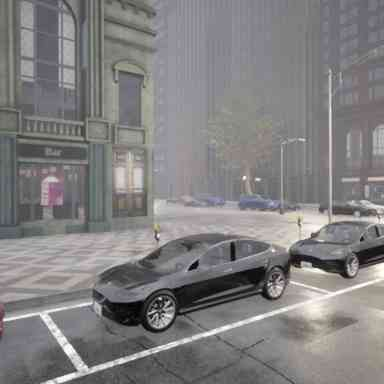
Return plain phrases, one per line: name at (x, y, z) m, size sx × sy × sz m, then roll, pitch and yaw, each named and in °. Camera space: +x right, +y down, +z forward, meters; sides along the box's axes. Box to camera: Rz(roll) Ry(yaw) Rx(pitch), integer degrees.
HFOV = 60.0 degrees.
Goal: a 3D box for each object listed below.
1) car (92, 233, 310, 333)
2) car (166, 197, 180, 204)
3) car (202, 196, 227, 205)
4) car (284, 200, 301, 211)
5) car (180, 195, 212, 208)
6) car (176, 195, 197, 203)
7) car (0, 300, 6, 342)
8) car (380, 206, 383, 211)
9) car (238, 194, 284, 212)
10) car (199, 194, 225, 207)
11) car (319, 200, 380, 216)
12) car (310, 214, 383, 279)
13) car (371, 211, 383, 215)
car at (0.205, 1.566, 6.793) m, size 4.313 × 1.339 × 1.947 m, roll 0°, pitch 0°, yaw -35°
car at (-3.578, 1.680, 68.321) m, size 1.812 × 1.442 × 4.674 m, roll 0°, pitch 0°, yaw -36°
car at (4.186, 1.590, 63.106) m, size 1.882 × 1.535 × 5.008 m, roll 0°, pitch 0°, yaw -35°
car at (11.064, 1.631, 42.115) m, size 2.033 × 1.411 × 5.357 m, roll 0°, pitch 0°, yaw -35°
car at (0.511, 1.664, 51.306) m, size 1.812 × 1.442 × 4.674 m, roll 0°, pitch 0°, yaw -35°
car at (-1.178, 1.468, 70.552) m, size 1.882 × 1.535 × 5.008 m, roll 0°, pitch 0°, yaw -36°
car at (-4.385, 1.582, 3.522) m, size 4.206 × 1.307 × 1.802 m, roll 0°, pitch 0°, yaw -35°
car at (17.221, 1.580, 33.506) m, size 1.812 × 1.442 × 4.674 m, roll 0°, pitch 0°, yaw -33°
car at (8.042, 1.324, 40.749) m, size 2.150 × 2.045 × 5.566 m, roll 0°, pitch 0°, yaw -36°
car at (2.919, 1.346, 53.521) m, size 2.150 × 2.045 × 5.566 m, roll 0°, pitch 0°, yaw -35°
car at (14.577, 1.548, 31.611) m, size 1.882 × 1.535 × 5.008 m, roll 0°, pitch 0°, yaw -37°
car at (4.795, 1.566, 10.064) m, size 4.313 × 1.339 × 1.947 m, roll 0°, pitch 0°, yaw -35°
car at (9.386, 1.552, 13.335) m, size 4.403 × 1.369 × 2.008 m, roll 0°, pitch 0°, yaw -35°
